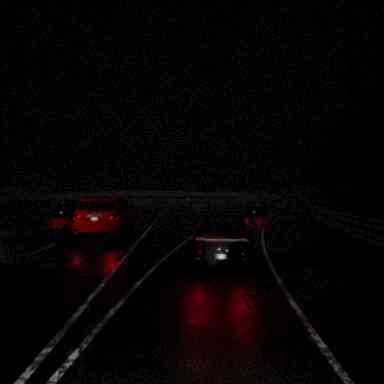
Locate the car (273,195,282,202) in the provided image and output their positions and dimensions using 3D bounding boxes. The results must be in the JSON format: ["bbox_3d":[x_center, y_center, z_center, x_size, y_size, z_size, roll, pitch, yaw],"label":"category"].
[{"bbox_3d":[20.344,1.486,79.315,2.128,1.511,4.902,0,1,14],"label":"car"}]

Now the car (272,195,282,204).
[{"bbox_3d":[17.658,1.703,69.170,1.882,1.535,5.008,0,1,15],"label":"car"}]

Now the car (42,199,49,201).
[{"bbox_3d":[-30.879,2.207,70.916,2.128,1.511,4.902,0,-1,-2],"label":"car"}]

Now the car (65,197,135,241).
[{"bbox_3d":[-4.274,1.250,16.871,2.150,2.045,5.566,0,0,-2],"label":"car"}]

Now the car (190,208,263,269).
[{"bbox_3d":[1.100,1.524,11.319,2.128,1.511,4.902,0,0,8],"label":"car"}]

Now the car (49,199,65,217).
[{"bbox_3d":[-11.767,1.606,32.091,1.837,1.490,4.892,0,-1,-2],"label":"car"}]

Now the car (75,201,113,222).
[{"bbox_3d":[-8.109,1.559,28.056,1.882,1.535,5.008,0,0,-2],"label":"car"}]

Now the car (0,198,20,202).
[{"bbox_3d":[-30.302,1.706,55.273,2.097,1.767,4.553,0,-1,-2],"label":"car"}]

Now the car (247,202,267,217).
[{"bbox_3d":[6.676,1.747,34.279,1.812,1.442,4.674,-1,-1,18],"label":"car"}]
